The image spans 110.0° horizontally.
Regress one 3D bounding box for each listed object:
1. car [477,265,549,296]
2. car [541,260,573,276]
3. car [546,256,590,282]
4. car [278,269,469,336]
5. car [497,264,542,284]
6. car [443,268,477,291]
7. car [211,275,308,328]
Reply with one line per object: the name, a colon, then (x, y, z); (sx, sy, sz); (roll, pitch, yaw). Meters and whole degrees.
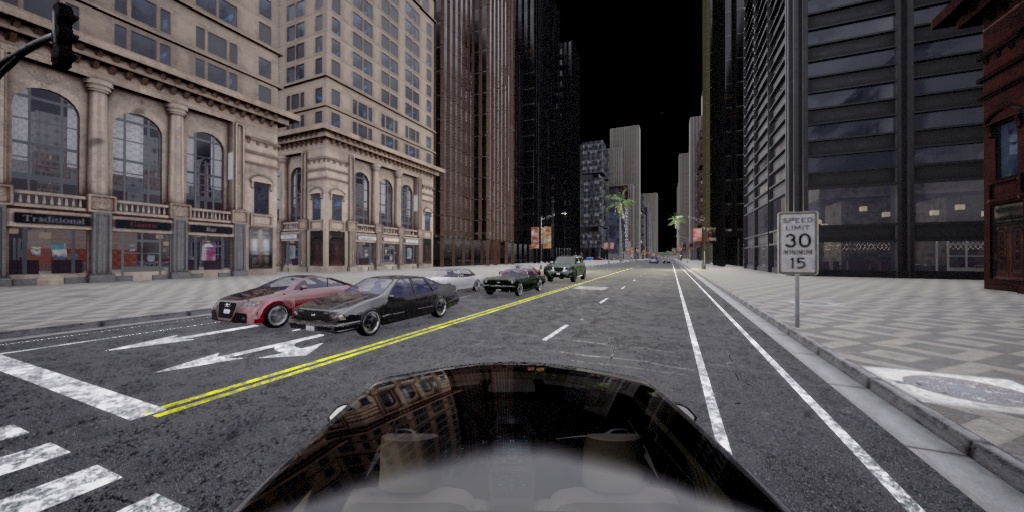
car: (0.231, 1.358, 19.594); (1.895, 1.301, 4.718); (0, 0, 24)
car: (4.847, 1.252, 37.947); (1.882, 1.535, 5.008); (0, 0, 24)
car: (4.566, 0.987, 29.373); (2.150, 2.045, 5.566); (0, 0, 24)
car: (-3.652, 1.299, 10.826); (2.033, 1.411, 5.357); (0, 0, 24)
car: (0.680, 1.365, 28.631); (1.895, 1.301, 4.718); (0, 0, 24)
car: (-3.356, 1.357, 19.523); (1.895, 1.301, 4.718); (0, 0, 24)
car: (-6.899, 1.316, 11.510); (1.994, 1.385, 4.181); (0, 0, 24)
